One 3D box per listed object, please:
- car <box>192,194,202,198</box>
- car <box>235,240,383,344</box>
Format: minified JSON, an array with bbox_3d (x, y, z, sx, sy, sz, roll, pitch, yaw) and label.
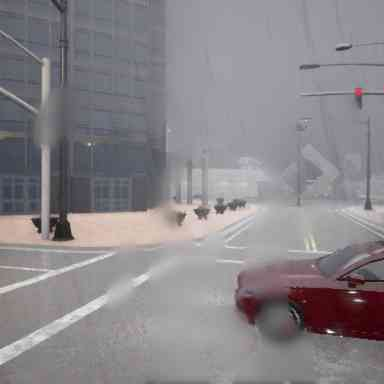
[{"bbox_3d":[1.604,1.187,89.789,5.357,1.411,2.033,0,0,8],"label":"car"},{"bbox_3d":[3.036,1.522,5.250,4.674,1.442,1.812,0,0,17],"label":"car"}]
